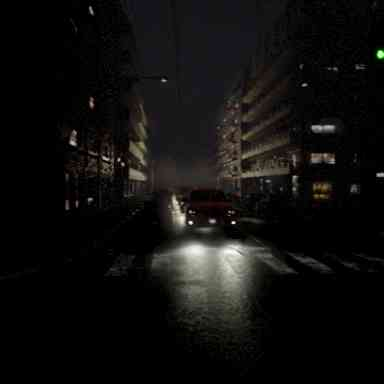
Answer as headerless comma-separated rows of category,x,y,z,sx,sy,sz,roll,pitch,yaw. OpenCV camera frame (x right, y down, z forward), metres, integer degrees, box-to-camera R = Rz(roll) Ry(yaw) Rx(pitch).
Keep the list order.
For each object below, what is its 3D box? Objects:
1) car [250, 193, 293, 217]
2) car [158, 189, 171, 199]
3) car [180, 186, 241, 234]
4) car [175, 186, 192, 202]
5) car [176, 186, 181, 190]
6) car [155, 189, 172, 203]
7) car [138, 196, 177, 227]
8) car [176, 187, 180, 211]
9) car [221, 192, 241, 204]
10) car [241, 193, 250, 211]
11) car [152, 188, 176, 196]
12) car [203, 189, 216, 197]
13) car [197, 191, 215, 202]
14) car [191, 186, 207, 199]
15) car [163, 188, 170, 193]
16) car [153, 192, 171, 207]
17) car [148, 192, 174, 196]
car,5.977,0.925,24.780,1.967,1.590,4.097,0,1,-4
car,-4.313,0.280,52.549,1.967,1.590,4.097,0,1,-4
car,0.709,0.820,16.691,2.150,2.045,5.566,0,1,-3
car,-1.278,0.199,46.989,2.150,2.045,5.566,0,1,-3
car,-0.609,0.544,36.456,2.097,1.767,4.553,0,1,-4
car,-3.541,0.511,41.212,1.967,1.590,4.097,0,1,-4
car,-1.998,1.102,18.542,1.947,1.339,4.313,0,1,-4
car,0.056,0.746,26.582,2.097,1.767,4.553,0,1,-4
car,4.818,0.718,41.788,1.802,1.307,4.206,0,1,-4
car,5.591,0.808,30.448,1.967,1.590,4.097,0,1,-4
car,-2.768,0.618,29.873,2.192,1.841,5.009,0,1,-4
car,3.274,0.227,64.459,2.008,1.369,4.403,0,1,-4
car,1.941,0.590,46.036,1.994,1.385,4.181,0,1,-4
car,1.142,0.022,57.099,2.150,2.045,5.566,0,1,-4
car,-7.018,-0.390,92.228,1.947,1.339,4.313,0,1,-4
car,-3.144,0.715,35.376,1.752,1.417,4.829,0,1,-4
car,-2.372,0.948,24.040,1.752,1.417,4.829,0,1,-4
